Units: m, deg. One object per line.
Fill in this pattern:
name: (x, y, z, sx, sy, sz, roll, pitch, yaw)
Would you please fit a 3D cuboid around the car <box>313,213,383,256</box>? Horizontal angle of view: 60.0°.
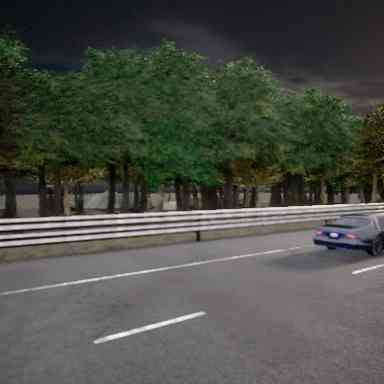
car: (6.991, 1.539, 13.041, 5.357, 1.411, 2.033, 0, 0, -36)
